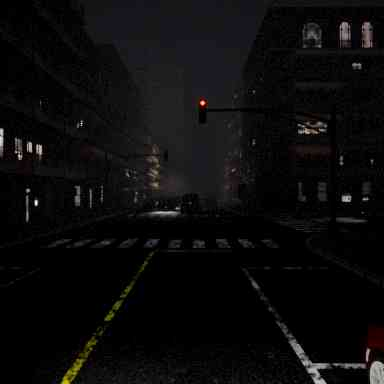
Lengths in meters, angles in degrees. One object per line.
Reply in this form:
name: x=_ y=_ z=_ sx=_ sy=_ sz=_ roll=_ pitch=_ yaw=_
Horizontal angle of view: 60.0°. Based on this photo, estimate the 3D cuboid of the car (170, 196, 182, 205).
car: x=-2.890 y=1.526 z=60.336 sx=1.837 sy=1.490 sz=4.892 roll=0 pitch=0 yaw=1

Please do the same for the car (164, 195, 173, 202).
car: x=-5.468 y=1.563 z=78.294 sx=1.752 sy=1.417 sz=4.829 roll=-1 pitch=0 yaw=0

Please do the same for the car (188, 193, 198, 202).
car: x=0.224 y=1.260 z=75.685 sx=2.150 sy=2.045 sz=5.566 roll=0 pitch=0 yaw=0

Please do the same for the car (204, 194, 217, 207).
car: x=2.830 y=1.454 z=50.795 sx=1.967 sy=1.590 sz=4.097 roll=-1 pitch=0 yaw=0

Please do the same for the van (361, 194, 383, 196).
van: x=15.721 y=1.035 z=27.329 sx=3.998 sy=1.788 sz=1.690 roll=-1 pitch=1 yaw=-1

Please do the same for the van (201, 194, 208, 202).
van: x=2.911 y=1.379 z=78.434 sx=1.690 sy=1.788 sz=3.998 roll=-1 pitch=0 yaw=0

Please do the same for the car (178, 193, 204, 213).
car: x=-0.056 y=1.228 z=37.689 sx=2.150 sy=2.045 sz=5.566 roll=0 pitch=0 yaw=2

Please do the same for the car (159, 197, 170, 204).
car: x=-5.500 y=1.609 z=67.409 sx=1.802 sy=1.307 sz=4.206 roll=-1 pitch=0 yaw=0

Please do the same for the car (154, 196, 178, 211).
car: x=-2.978 y=1.571 z=40.047 sx=1.994 sy=1.385 sz=4.181 roll=0 pitch=0 yaw=1

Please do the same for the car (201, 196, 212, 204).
car: x=2.880 y=1.578 z=67.378 sx=2.008 sy=1.369 sz=4.403 roll=-1 pitch=0 yaw=0

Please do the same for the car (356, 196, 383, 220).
car: x=15.107 y=1.229 z=24.749 sx=4.892 sy=1.490 sz=1.837 roll=-1 pitch=0 yaw=-1

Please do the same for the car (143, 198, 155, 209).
car: x=-5.565 y=1.561 z=45.297 sx=2.008 sy=1.369 sz=4.403 roll=0 pitch=0 yaw=0

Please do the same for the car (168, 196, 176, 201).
car: x=-5.435 y=1.632 z=89.520 sx=1.802 sy=1.307 sz=4.206 roll=-1 pitch=0 yaw=0

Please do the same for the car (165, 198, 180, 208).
car: x=-2.944 y=1.577 z=49.997 sx=1.994 sy=1.385 sz=4.181 roll=0 pitch=0 yaw=0

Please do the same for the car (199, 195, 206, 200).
car: x=2.961 y=1.602 z=95.018 sx=1.887 sy=1.381 sz=4.507 roll=-1 pitch=0 yaw=0

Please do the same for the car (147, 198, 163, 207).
car: x=-5.549 y=1.580 z=50.824 sx=1.947 sy=1.339 sz=4.313 roll=0 pitch=0 yaw=0

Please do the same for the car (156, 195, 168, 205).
car: x=-5.518 y=1.462 z=61.881 sx=1.967 sy=1.590 sz=4.097 roll=-1 pitch=0 yaw=0

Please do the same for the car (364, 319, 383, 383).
car: x=2.687 y=1.544 z=1.796 sx=1.887 sy=1.381 sz=4.507 roll=0 pitch=0 yaw=0
